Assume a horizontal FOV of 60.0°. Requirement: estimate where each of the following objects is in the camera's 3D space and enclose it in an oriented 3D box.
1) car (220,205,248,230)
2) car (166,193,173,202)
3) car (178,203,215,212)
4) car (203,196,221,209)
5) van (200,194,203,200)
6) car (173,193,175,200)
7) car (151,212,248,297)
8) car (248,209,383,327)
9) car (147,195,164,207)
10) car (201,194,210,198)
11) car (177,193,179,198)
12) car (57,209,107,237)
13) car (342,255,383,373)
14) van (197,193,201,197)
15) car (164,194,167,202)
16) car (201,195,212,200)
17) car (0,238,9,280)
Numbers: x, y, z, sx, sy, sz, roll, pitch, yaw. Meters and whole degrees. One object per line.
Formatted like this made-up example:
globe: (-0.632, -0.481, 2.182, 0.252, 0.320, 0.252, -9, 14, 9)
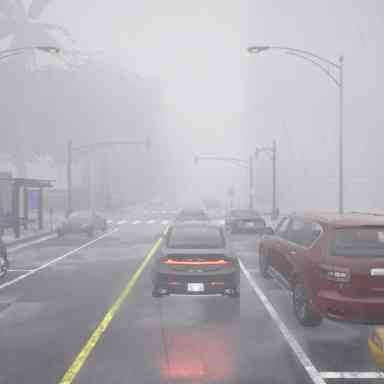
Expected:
car: (2.781, 1.561, 17.811, 1.947, 1.339, 4.313, 0, 0, 0)
car: (-5.680, 1.392, 71.379, 1.967, 1.590, 4.097, 0, 0, 0)
car: (0.024, 1.559, 18.571, 1.994, 1.385, 4.181, 0, 0, 0)
car: (2.813, 1.545, 44.248, 1.947, 1.339, 4.313, 0, 0, 0)
van: (2.832, 1.306, 60.509, 1.690, 1.788, 3.998, 0, 0, 0)
car: (-5.674, 1.259, 76.800, 2.192, 1.841, 5.009, 0, 0, 0)
car: (0.086, 1.503, 8.542, 1.837, 1.490, 4.892, 0, 0, 0)
car: (2.767, 1.314, 6.960, 2.192, 1.841, 5.009, 0, 0, 0)
car: (-5.706, 1.526, 49.698, 2.008, 1.369, 4.403, 0, 0, 0)
car: (2.827, 1.496, 55.259, 1.752, 1.417, 4.829, 0, 0, 0)
car: (-5.654, 1.234, 93.061, 2.192, 1.841, 5.009, 0, 0, 0)
car: (-5.744, 1.577, 17.839, 1.802, 1.307, 4.206, 0, 0, 0)
car: (2.762, 1.525, 1.705, 1.752, 1.417, 4.829, 0, 0, 0)
van: (2.859, 1.278, 82.190, 1.690, 1.788, 3.998, 0, 0, 0)
car: (-5.699, 1.410, 55.118, 1.967, 1.590, 4.097, 0, 0, 0)
car: (2.820, 1.541, 49.668, 1.947, 1.339, 4.313, 0, 0, 0)
car: (-5.758, 1.439, 6.987, 1.967, 1.590, 4.097, 0, 0, 0)
